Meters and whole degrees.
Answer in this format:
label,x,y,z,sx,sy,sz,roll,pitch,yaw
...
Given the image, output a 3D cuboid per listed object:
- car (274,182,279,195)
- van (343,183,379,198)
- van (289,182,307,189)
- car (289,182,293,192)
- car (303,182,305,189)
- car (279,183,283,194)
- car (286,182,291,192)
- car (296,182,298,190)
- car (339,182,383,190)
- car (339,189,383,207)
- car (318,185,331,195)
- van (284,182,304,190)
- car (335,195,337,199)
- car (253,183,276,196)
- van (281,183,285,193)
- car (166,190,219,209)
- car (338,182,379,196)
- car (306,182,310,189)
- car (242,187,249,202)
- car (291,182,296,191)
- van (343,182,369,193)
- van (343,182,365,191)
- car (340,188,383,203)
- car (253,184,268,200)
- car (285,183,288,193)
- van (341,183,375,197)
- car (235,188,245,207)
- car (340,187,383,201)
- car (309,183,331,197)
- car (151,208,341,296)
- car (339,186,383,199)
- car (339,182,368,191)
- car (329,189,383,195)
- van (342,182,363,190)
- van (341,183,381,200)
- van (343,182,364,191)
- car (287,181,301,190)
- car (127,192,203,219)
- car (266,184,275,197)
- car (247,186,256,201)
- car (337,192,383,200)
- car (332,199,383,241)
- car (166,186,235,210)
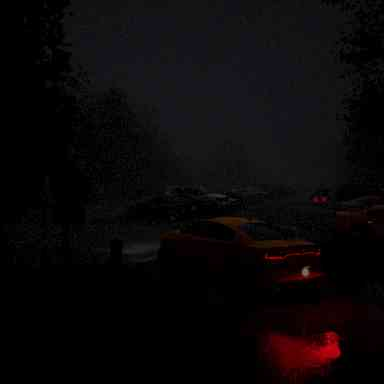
label,x,y,z,sx,sy,sz,roll,pitch,yaw
car,9.460,-0.226,47.343,4.553,1.767,2.185,1,2,24
van,23.712,-0.300,46.897,4.442,1.987,1.878,1,2,24
van,28.790,-1.787,90.348,4.442,1.987,1.878,1,1,24
car,15.131,-0.525,60.007,4.792,1.488,2.163,1,2,24
car,23.171,-1.184,77.687,5.008,1.535,2.097,1,2,24
car,10.602,-0.164,49.873,4.792,1.488,2.163,1,2,24
car,13.985,-0.435,57.480,4.792,1.488,2.163,1,2,24
car,17.454,-0.733,65.046,4.892,1.521,2.231,1,2,24
car,15.634,0.387,29.290,5.566,2.045,2.435,1,3,24
car,16.725,0.553,31.846,4.792,1.488,2.163,1,3,24
car,22.610,-0.431,56.720,1.882,1.535,5.008,1,2,24
van,25.360,-1.592,82.779,4.442,1.987,1.878,1,2,24
car,11.010,1.123,19.244,4.792,1.488,2.163,1,3,24
car,8.279,-0.004,44.833,4.892,1.521,2.231,1,3,24
van,11.827,-0.508,52.356,4.442,1.987,1.878,1,2,24
car,-0.870,0.887,24.627,5.008,1.535,2.097,1,3,24
car,25.866,-0.507,51.999,5.566,2.045,2.435,1,2,24
car,26.638,-1.705,85.246,5.566,2.045,2.435,1,2,24
car,2.568,0.546,32.206,4.892,1.521,2.231,1,3,24
car,16.134,-0.650,62.598,5.366,1.575,1.946,1,2,24
van,31.765,-0.932,64.664,4.442,1.987,1.878,1,2,24
van,36.337,-1.292,74.751,4.442,1.987,1.878,1,2,24
car,19.115,0.330,36.978,4.792,1.488,2.163,1,3,24
car,5.879,0.194,39.973,5.366,1.575,1.946,1,3,24
car,12.840,-0.345,54.953,4.792,1.488,2.163,1,2,24
van,24.642,-0.393,49.515,4.442,1.987,1.878,1,2,24
car,1.585,0.659,29.605,5.366,1.575,1.946,1,3,24
car,20.204,0.232,39.380,4.792,1.488,2.163,1,2,24
car,18.361,-0.083,47.347,2.128,1.511,4.902,1,2,24
car,0.904,1.379,8.522,1.882,1.535,5.008,2,-1,-31
car,22.467,0.014,44.430,5.008,1.535,2.097,1,2,24
car,35.061,-1.229,72.288,5.566,2.045,2.435,1,2,24
car,13.154,0.860,24.348,5.366,1.575,1.946,1,3,24
van,38.413,-1.475,79.898,4.442,1.987,1.878,1,2,24
van,21.215,-0.120,41.932,4.442,1.987,1.878,1,2,24
van,37.428,-1.377,77.159,4.442,1.987,1.878,1,2,24
car,19.570,-0.920,70.179,5.366,1.575,1.946,1,2,24
car,-2.047,1.031,22.116,4.792,1.488,2.163,1,3,24
car,7.311,0.097,42.235,5.366,1.575,1.946,1,3,24
car,3.538,0.425,34.811,5.366,1.575,1.946,1,3,24
car,9.974,1.077,16.804,4.553,1.767,2.185,1,3,24
car,8.797,1.316,14.303,5.008,1.535,2.097,1,3,24
car,0.296,0.523,27.133,5.566,2.045,2.435,1,3,24
